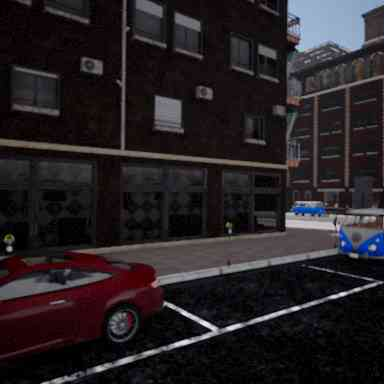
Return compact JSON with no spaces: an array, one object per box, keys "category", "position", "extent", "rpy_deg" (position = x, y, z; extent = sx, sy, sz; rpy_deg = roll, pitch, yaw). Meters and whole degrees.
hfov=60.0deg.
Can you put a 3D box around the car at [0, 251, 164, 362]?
[{"category":"car","position":[-2.410,1.589,4.840],"extent":[4.206,1.307,1.802],"rpy_deg":[1,0,-36]}]

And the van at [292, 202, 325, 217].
[{"category":"van","position":[14.240,2.087,40.912],"extent":[1.690,1.788,3.998],"rpy_deg":[0,-1,-36]}]

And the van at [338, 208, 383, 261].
[{"category":"van","position":[6.701,1.456,11.476],"extent":[3.998,1.788,1.690],"rpy_deg":[1,0,-36]}]
